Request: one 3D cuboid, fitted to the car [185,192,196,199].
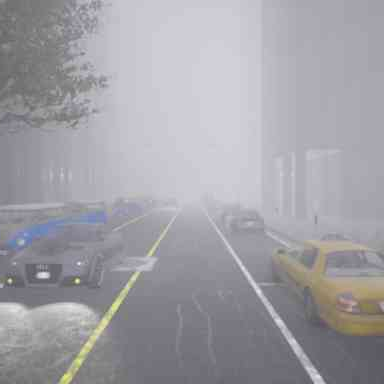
[{"bbox_3d":[-0.032,0.968,90.566,2.150,2.045,5.566,0,0,0],"label":"car"}]

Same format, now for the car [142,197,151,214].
[{"bbox_3d":[-5.774,1.486,34.688,1.887,1.381,4.507,0,0,0],"label":"car"}]

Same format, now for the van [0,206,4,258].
[{"bbox_3d":[-5.763,1.329,6.597,1.690,1.788,3.998,0,0,0],"label":"van"}]

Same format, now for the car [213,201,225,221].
[{"bbox_3d":[2.755,1.525,23.462,1.947,1.339,4.313,0,0,0],"label":"car"}]

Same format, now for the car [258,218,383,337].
[{"bbox_3d":[2.761,1.513,6.776,1.752,1.417,4.829,0,0,0],"label":"car"}]

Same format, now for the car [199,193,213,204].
[{"bbox_3d":[2.743,1.226,57.175,2.192,1.841,5.009,0,0,0],"label":"car"}]

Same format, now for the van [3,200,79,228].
[{"bbox_3d":[-5.765,1.319,12.215,1.690,1.788,3.998,0,0,0],"label":"van"}]

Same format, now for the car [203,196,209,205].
[{"bbox_3d":[2.749,1.499,40.319,1.947,1.339,4.313,0,0,0],"label":"car"}]

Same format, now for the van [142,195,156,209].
[{"bbox_3d":[-5.775,1.275,40.306,1.690,1.788,3.998,0,0,0],"label":"van"}]

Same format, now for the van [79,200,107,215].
[{"bbox_3d":[-5.767,1.309,17.833,1.690,1.788,3.998,0,0,0],"label":"van"}]

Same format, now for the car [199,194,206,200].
[{"bbox_3d":[2.731,1.408,91.057,1.752,1.417,4.829,0,0,0],"label":"car"}]

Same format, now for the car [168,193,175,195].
[{"bbox_3d":[-5.790,1.436,79.635,1.887,1.381,4.507,0,0,0],"label":"car"}]

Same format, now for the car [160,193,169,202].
[{"bbox_3d":[-5.784,1.431,62.610,1.752,1.417,4.829,0,0,0],"label":"car"}]

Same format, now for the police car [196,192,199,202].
[{"bbox_3d":[2.341,1.322,72.507,1.930,1.638,5.238,0,0,0],"label":"police car"}]

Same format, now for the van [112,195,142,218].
[{"bbox_3d":[-5.772,1.291,29.070,1.690,1.788,3.998,0,0,0],"label":"van"}]

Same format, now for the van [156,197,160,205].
[{"bbox_3d":[-5.778,1.267,45.926,1.690,1.788,3.998,0,0,0],"label":"van"}]

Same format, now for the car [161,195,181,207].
[{"bbox_3d":[-3.096,1.521,50.407,1.895,1.301,4.718,0,0,0],"label":"car"}]

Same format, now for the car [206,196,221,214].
[{"bbox_3d":[2.751,1.467,34.870,1.752,1.417,4.829,0,0,0],"label":"car"}]

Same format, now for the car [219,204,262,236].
[{"bbox_3d":[2.757,1.534,17.844,1.947,1.339,4.313,0,0,0],"label":"car"}]

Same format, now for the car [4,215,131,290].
[{"bbox_3d":[-3.104,1.547,8.937,1.994,1.385,4.181,0,0,0],"label":"car"}]
